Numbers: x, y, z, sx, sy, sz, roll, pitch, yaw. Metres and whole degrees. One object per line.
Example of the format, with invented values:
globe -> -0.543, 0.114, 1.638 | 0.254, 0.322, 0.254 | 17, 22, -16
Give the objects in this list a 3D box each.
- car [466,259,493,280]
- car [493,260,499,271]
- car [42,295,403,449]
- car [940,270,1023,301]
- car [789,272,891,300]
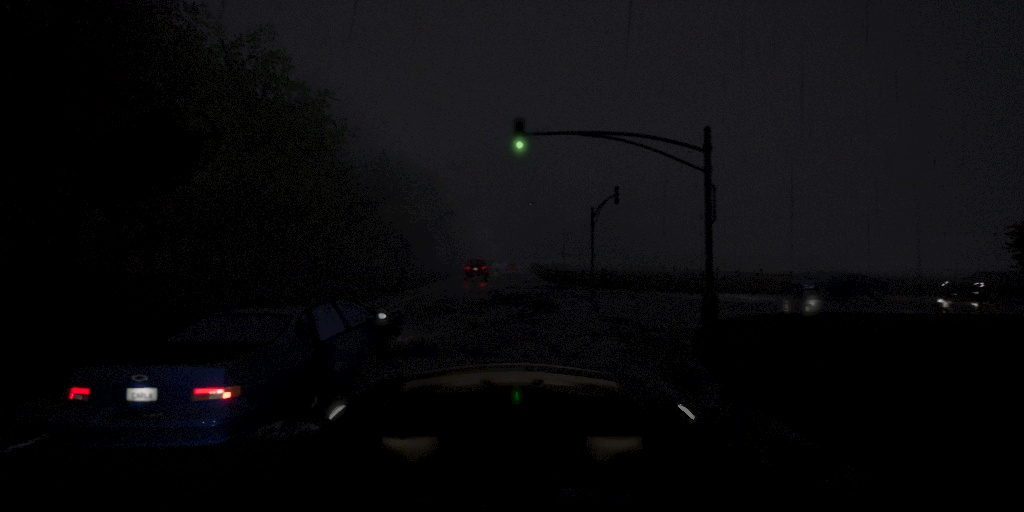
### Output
car -> -3.485, 1.375, 37.102 | 2.150, 2.045, 5.566 | 0, -1, 0
car -> -3.541, 1.683, 64.596 | 2.150, 2.045, 5.566 | 0, -1, 0
car -> -3.406, 1.346, 5.801 | 2.033, 1.411, 5.357 | 0, -1, 0
car -> 28.187, 1.680, 20.997 | 4.553, 1.767, 2.097 | 1, -2, 0
car -> 19.071, 1.707, 21.015 | 5.008, 1.535, 1.882 | 1, -2, 0
